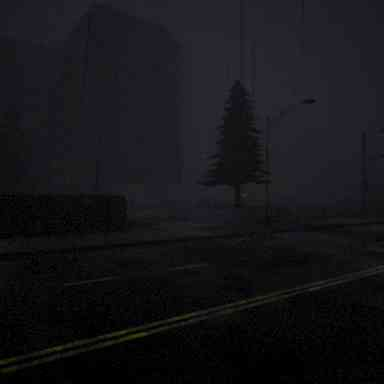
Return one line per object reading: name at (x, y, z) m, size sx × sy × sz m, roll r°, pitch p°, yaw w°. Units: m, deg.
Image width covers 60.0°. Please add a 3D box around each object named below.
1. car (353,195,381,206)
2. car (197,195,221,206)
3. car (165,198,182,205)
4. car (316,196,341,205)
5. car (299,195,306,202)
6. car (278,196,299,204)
car at (43.412, 1.928, 82.688) m, size 1.932 × 1.855 × 4.605 m, roll 1°, pitch 0°, yaw -36°
car at (3.150, 1.589, 63.912) m, size 2.150 × 2.045 × 5.566 m, roll 1°, pitch 0°, yaw -35°
car at (-3.782, 1.862, 67.644) m, size 1.812 × 1.442 × 4.674 m, roll 1°, pitch -1°, yaw -36°
car at (29.700, 2.013, 72.810) m, size 1.970 × 1.475 × 3.806 m, roll 1°, pitch 0°, yaw -36°
car at (27.995, 2.062, 90.136) m, size 1.784 × 1.438 × 3.905 m, roll 1°, pitch 0°, yaw -36°
car at (25.637, 2.067, 88.457) m, size 1.970 × 1.475 × 3.806 m, roll 1°, pitch 0°, yaw -36°
